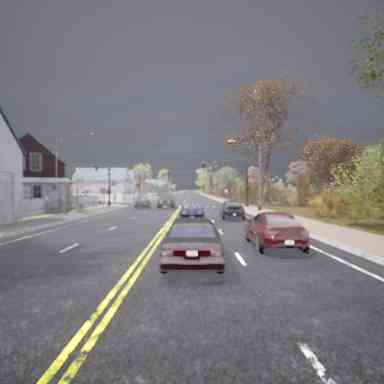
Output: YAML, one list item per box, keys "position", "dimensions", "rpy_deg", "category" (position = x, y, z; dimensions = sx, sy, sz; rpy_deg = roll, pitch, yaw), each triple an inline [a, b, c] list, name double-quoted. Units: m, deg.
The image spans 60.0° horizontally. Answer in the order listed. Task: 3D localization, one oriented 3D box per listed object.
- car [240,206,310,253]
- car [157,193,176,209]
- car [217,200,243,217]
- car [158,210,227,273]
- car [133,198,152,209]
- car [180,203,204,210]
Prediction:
- position: [3.288, 1.513, 13.429]
  dimensions: [1.812, 1.442, 4.674]
  rpy_deg: [0, 0, 1]
  category: "car"
- position: [-3.318, 1.168, 43.791]
  dimensions: [2.150, 2.045, 5.566]
  rpy_deg: [0, 0, 1]
  category: "car"
- position: [3.270, 1.478, 27.820]
  dimensions: [1.837, 1.490, 4.892]
  rpy_deg: [0, 1, 1]
  category: "car"
- position: [0.012, 1.538, 10.596]
  dimensions: [2.033, 1.411, 5.357]
  rpy_deg: [0, 0, 0]
  category: "car"
- position: [-6.558, 1.491, 44.725]
  dimensions: [2.033, 1.411, 5.357]
  rpy_deg: [0, 0, 1]
  category: "car"
- position: [0.014, 1.573, 27.163]
  dimensions: [1.895, 1.301, 4.718]
  rpy_deg: [0, 0, 0]
  category: "car"
